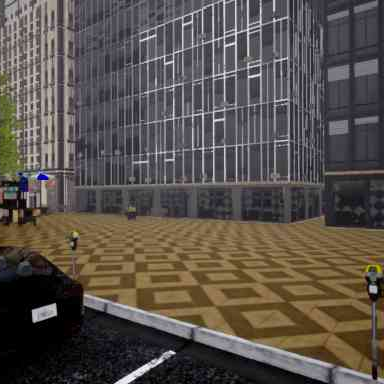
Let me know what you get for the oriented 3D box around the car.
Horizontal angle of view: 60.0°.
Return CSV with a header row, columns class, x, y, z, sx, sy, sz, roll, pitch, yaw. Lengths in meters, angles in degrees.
class,x,y,z,sx,sy,sz,roll,pitch,yaw
car,-3.557,1.566,5.423,4.313,1.339,1.947,0,0,36
